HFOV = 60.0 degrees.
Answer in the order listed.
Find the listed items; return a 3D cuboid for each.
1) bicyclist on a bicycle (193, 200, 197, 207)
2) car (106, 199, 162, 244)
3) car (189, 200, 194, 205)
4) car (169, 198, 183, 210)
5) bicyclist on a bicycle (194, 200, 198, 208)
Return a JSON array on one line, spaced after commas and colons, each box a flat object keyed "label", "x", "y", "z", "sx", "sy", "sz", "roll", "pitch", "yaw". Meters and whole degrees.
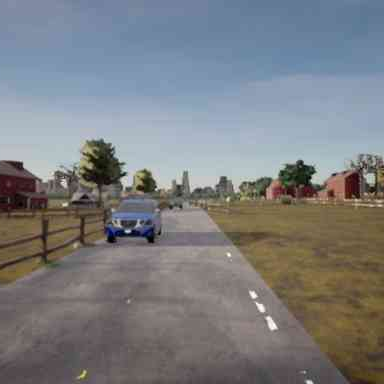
[{"label": "bicyclist on a bicycle", "x": 0.762, "y": 2.536, "z": 74.113, "sx": 0.866, "sy": 1.612, "sz": 1.509, "roll": 0, "pitch": -1, "yaw": 0}, {"label": "car", "x": -2.775, "y": 1.378, "z": 17.154, "sx": 2.150, "sy": 2.045, "sz": 5.566, "roll": 0, "pitch": -1, "yaw": 0}, {"label": "car", "x": 0.012, "y": 2.909, "z": 92.644, "sx": 2.033, "sy": 1.411, "sz": 5.357, "roll": 0, "pitch": -1, "yaw": 0}, {"label": "car", "x": -2.782, "y": 1.994, "z": 58.564, "sx": 2.150, "sy": 2.045, "sz": 5.566, "roll": 0, "pitch": -1, "yaw": 1}, {"label": "bicyclist on a bicycle", "x": 0.765, "y": 2.361, "z": 65.115, "sx": 0.582, "sy": 1.620, "sz": 1.656, "roll": 0, "pitch": -2, "yaw": 0}]
